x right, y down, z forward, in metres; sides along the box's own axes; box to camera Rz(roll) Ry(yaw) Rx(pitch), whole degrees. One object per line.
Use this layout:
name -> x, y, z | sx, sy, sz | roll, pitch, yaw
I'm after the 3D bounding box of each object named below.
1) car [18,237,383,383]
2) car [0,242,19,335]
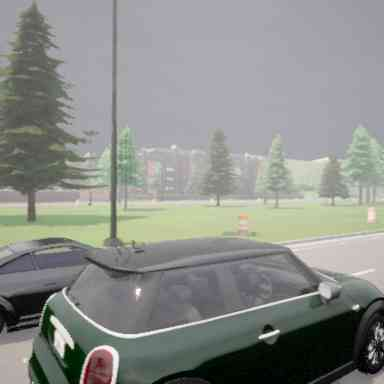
car -> 0.567, 1.368, 4.152 | 4.553, 1.767, 2.097 | 1, 0, -36
car -> -2.433, 1.574, 6.312 | 4.181, 1.385, 1.994 | 0, 0, -36
